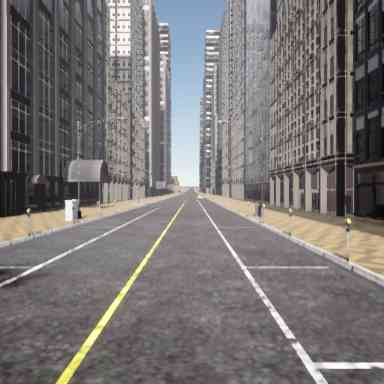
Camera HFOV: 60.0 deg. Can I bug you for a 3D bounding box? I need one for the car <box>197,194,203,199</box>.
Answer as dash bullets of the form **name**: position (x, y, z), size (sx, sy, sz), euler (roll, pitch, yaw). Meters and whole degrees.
- **car**: position (2.350, 1.323, 95.632), size (1.801, 1.575, 5.366), euler (0, 0, 0)
